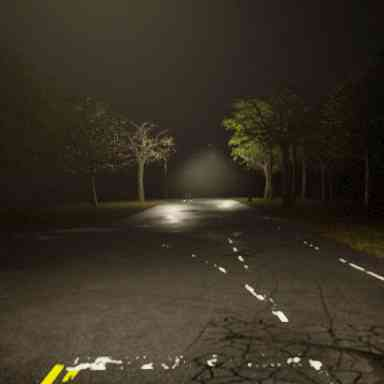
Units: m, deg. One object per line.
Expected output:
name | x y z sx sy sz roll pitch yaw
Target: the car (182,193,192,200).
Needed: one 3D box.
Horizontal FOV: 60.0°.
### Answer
car | -1.071 1.072 77.900 1.837 1.490 4.892 -1 0 7
